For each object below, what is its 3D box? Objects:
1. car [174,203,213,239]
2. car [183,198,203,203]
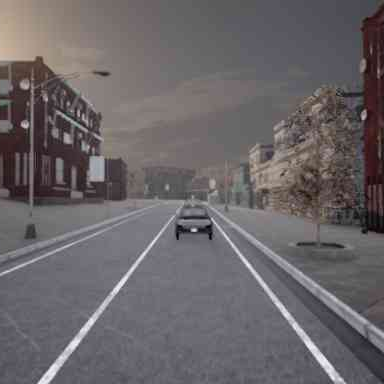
[{"bbox_3d":[0.097,1.536,17.664,2.128,1.511,4.902,0,0,0],"label":"car"},{"bbox_3d":[0.094,1.446,36.013,2.097,1.767,4.553,0,0,0],"label":"car"}]
